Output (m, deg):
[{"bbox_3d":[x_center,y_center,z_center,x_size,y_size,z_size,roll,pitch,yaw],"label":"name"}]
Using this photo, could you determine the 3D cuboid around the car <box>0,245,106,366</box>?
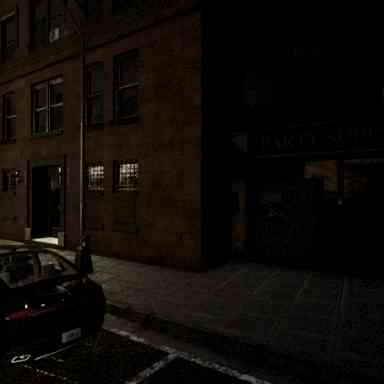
[{"bbox_3d":[-3.274,1.551,5.433,4.403,1.369,2.008,0,0,36],"label":"car"}]
